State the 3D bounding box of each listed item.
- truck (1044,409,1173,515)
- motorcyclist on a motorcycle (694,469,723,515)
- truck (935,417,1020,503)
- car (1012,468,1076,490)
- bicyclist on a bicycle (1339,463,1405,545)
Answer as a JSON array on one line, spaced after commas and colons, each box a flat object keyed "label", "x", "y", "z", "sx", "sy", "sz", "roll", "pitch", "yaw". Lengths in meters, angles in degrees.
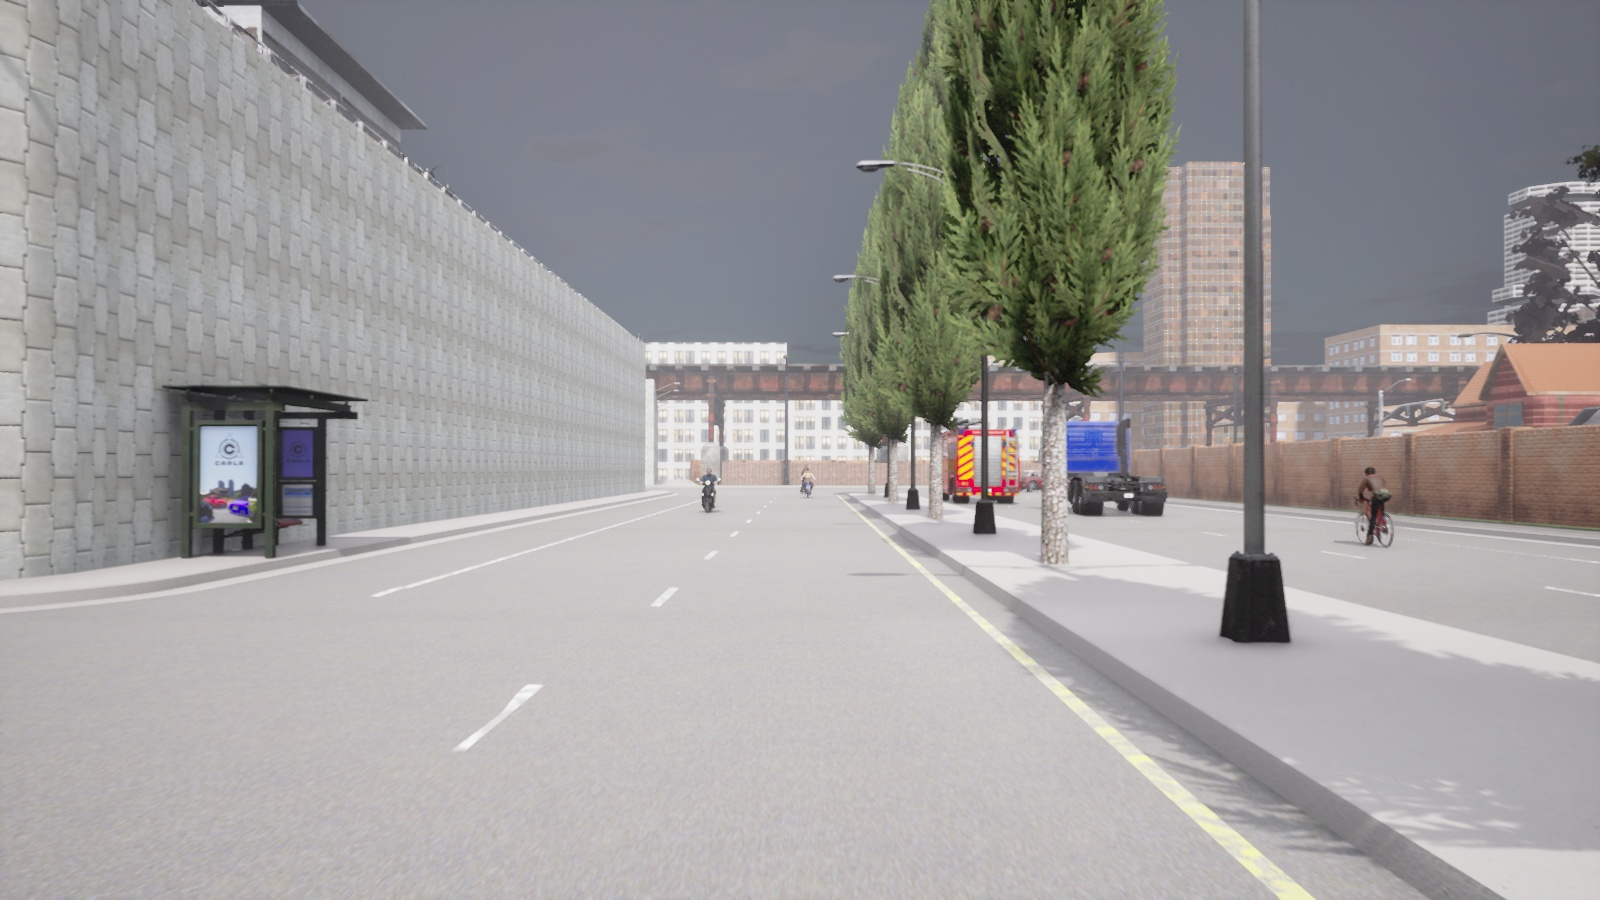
[{"label": "truck", "x": 10.912, "y": 0.440, "z": 45.302, "sx": 2.891, "sy": 3.462, "sz": 7.936, "roll": 0, "pitch": -1, "yaw": 2}, {"label": "motorcyclist on a motorcycle", "x": -3.210, "y": 1.453, "z": 44.342, "sx": 0.866, "sy": 1.590, "sz": 1.817, "roll": 0, "pitch": -1, "yaw": 0}, {"label": "truck", "x": 8.377, "y": 0.499, "z": 60.353, "sx": 2.891, "sy": 3.827, "sz": 8.468, "roll": 0, "pitch": -1, "yaw": 0}, {"label": "car", "x": 16.472, "y": 1.942, "z": 84.879, "sx": 3.806, "sy": 1.475, "sz": 1.970, "roll": 0, "pitch": -1, "yaw": -22}, {"label": "bicyclist on a bicycle", "x": 11.679, "y": 1.077, "z": 25.690, "sx": 0.582, "sy": 1.620, "sz": 1.656, "roll": 0, "pitch": -1, "yaw": 0}]
